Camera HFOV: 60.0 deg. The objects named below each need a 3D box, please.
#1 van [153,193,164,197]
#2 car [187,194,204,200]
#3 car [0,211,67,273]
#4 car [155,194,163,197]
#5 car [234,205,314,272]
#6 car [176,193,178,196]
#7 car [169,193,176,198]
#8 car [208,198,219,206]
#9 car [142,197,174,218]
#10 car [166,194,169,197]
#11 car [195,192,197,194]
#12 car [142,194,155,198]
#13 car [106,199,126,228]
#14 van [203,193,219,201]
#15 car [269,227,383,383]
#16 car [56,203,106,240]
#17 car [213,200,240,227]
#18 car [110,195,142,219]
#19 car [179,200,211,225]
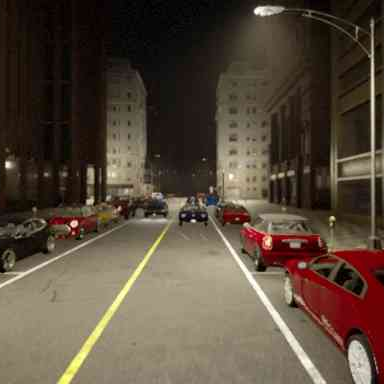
[{"bbox_3d":[-5.855,1.074,55.548,1.690,1.788,3.998,1,0,0],"label":"van"},{"bbox_3d":[0.091,1.351,41.153,2.033,1.411,5.357,0,0,0],"label":"car"},{"bbox_3d":[-5.851,1.516,10.555,1.947,1.339,4.313,1,0,0],"label":"car"},{"bbox_3d":[-5.857,1.343,49.925,1.802,1.307,4.206,1,0,0],"label":"car"},{"bbox_3d":[2.676,1.390,10.563,1.967,1.590,4.097,1,0,0],"label":"car"},{"bbox_3d":[-5.863,1.116,93.806,1.947,1.339,4.313,1,0,0],"label":"car"},{"bbox_3d":[-5.862,1.158,88.156,1.802,1.307,4.206,1,0,0],"label":"car"},{"bbox_3d":[2.672,1.421,27.437,2.008,1.369,4.403,1,0,0],"label":"car"},{"bbox_3d":[-3.005,1.409,29.255,2.033,1.411,5.357,0,0,0],"label":"car"},{"bbox_3d":[-5.858,1.251,61.173,1.887,1.381,4.507,1,0,0],"label":"car"},{"bbox_3d":[2.663,1.095,93.816,1.887,1.381,4.507,1,0,0],"label":"car"},{"bbox_3d":[-5.853,1.256,38.676,1.967,1.590,4.097,1,0,0],"label":"car"},{"bbox_3d":[-5.852,1.423,21.633,1.752,1.417,4.829,1,0,0],"label":"car"},{"bbox_3d":[2.672,1.129,44.310,1.690,1.788,3.998,1,0,0],"label":"van"},{"bbox_3d":[2.676,1.521,4.939,1.887,1.381,4.507,1,0,0],"label":"car"},{"bbox_3d":[-5.850,1.364,16.179,1.967,1.590,4.097,1,0,0],"label":"car"},{"bbox_3d":[2.673,1.442,21.812,1.887,1.381,4.507,1,0,0],"label":"car"},{"bbox_3d":[-5.850,1.185,27.427,2.192,1.841,5.009,1,0,0],"label":"car"},{"bbox_3d":[0.095,1.493,22.813,1.895,1.301,4.718,0,0,0],"label":"car"}]
